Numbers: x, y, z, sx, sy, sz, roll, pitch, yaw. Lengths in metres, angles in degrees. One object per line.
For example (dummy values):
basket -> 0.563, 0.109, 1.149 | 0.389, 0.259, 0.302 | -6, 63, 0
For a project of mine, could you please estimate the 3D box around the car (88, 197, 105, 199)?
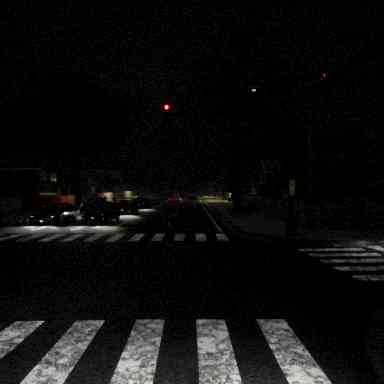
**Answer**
car -> -9.830, 1.285, 33.753 | 2.097, 1.767, 4.553 | 0, 0, 0

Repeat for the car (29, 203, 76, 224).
car -> -9.838, 1.512, 24.369 | 2.033, 1.411, 5.357 | 0, 0, 0

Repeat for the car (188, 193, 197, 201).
car -> 0.139, 0.935, 67.041 | 1.882, 1.535, 5.008 | 0, 1, 0

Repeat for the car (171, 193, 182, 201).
car -> -3.114, 0.938, 67.733 | 2.128, 1.511, 4.902 | 0, 1, 0

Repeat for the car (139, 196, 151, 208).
car -> -6.565, 1.336, 43.747 | 1.837, 1.490, 4.892 | 0, 1, 0

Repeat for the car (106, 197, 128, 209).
car -> -9.817, 1.432, 43.800 | 1.895, 1.301, 4.718 | 0, 1, 0

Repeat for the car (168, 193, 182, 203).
car -> -3.120, 1.211, 57.748 | 1.895, 1.301, 4.718 | 0, 1, 0

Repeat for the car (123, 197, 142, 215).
car -> -6.578, 1.500, 33.343 | 1.994, 1.385, 4.181 | 0, 0, 0

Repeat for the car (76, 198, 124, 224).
car -> -6.586, 1.469, 24.446 | 1.837, 1.490, 4.892 | 0, 0, 0
